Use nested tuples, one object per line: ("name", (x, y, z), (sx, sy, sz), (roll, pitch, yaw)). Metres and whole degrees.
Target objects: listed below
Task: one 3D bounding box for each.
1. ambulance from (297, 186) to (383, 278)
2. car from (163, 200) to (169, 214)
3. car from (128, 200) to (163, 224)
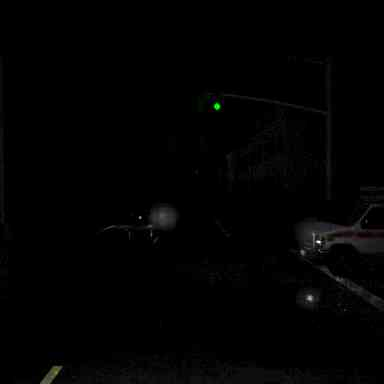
("ambulance", (6.380, 1.042, 9.576), (6.366, 2.431, 2.351), (0, 0, 0))
("car", (-3.439, 1.531, 35.250), (2.033, 1.411, 5.357), (0, 0, 0))
("car", (-3.490, 1.493, 24.914), (1.837, 1.490, 4.892), (0, 0, 0))
